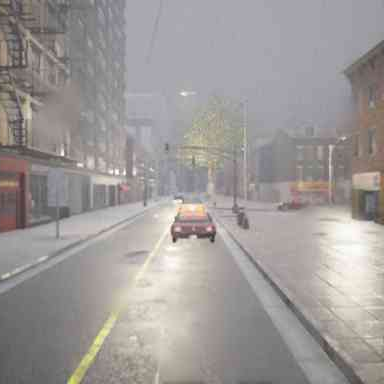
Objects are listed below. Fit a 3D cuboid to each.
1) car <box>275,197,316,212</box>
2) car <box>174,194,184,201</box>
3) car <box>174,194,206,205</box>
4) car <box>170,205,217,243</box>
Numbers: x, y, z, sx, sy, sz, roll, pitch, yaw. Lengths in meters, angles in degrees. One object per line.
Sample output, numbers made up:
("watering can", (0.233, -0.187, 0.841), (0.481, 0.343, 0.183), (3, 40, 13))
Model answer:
("car", (10.925, 1.238, 35.395), (4.097, 1.590, 1.967), (0, 0, 0))
("car", (-2.750, 1.076, 69.281), (1.895, 1.301, 4.718), (0, 0, 0))
("car", (0.000, 1.154, 25.272), (2.097, 1.767, 4.553), (0, 0, 0))
("car", (0.068, 1.479, 15.369), (1.895, 1.301, 4.718), (0, 0, 0))
